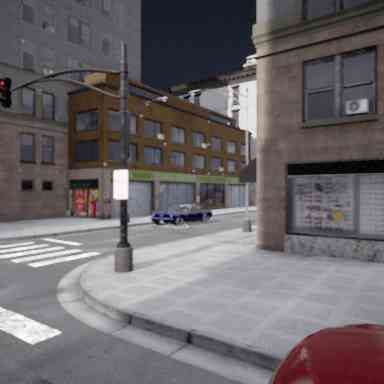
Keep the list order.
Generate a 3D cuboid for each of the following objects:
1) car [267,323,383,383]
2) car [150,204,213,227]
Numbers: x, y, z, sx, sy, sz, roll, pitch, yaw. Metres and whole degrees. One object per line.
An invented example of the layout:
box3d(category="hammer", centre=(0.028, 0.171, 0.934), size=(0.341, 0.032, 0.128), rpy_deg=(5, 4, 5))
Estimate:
box3d(category="car", centre=(2.594, 1.315, 0.972), size=(5.009, 1.841, 2.192), rpy_deg=(0, 0, 35))
box3d(category="car", centre=(-0.601, 1.517, 22.206), size=(1.895, 1.301, 4.718), rpy_deg=(0, 0, 35))
